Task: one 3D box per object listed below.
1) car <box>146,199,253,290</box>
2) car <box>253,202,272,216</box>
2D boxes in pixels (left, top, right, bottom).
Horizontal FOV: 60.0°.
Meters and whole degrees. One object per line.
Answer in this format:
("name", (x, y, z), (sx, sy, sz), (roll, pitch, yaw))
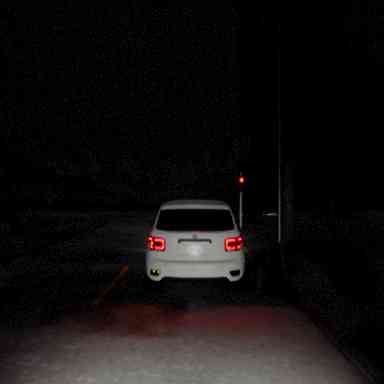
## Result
("car", (0.103, 1.204, 9.206), (2.150, 2.045, 5.566), (0, 0, 1))
("car", (4.733, 1.488, 30.539), (5.357, 1.411, 2.033), (0, 0, -24))
